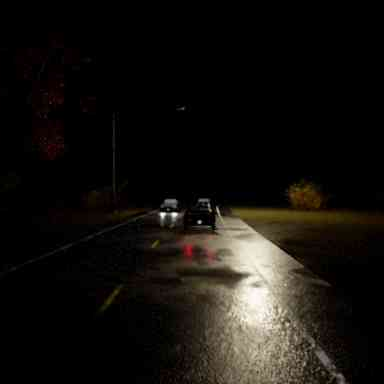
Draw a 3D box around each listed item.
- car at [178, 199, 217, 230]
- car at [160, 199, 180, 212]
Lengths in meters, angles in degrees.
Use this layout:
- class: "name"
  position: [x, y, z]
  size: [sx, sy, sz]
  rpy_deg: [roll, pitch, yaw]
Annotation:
- class: "car"
  position: [0.514, 1.445, 20.946]
  size: [2.128, 1.511, 4.902]
  rpy_deg: [0, 0, 2]
- class: "car"
  position: [-2.325, 1.465, 37.407]
  size: [2.033, 1.411, 5.357]
  rpy_deg: [0, 0, 4]
